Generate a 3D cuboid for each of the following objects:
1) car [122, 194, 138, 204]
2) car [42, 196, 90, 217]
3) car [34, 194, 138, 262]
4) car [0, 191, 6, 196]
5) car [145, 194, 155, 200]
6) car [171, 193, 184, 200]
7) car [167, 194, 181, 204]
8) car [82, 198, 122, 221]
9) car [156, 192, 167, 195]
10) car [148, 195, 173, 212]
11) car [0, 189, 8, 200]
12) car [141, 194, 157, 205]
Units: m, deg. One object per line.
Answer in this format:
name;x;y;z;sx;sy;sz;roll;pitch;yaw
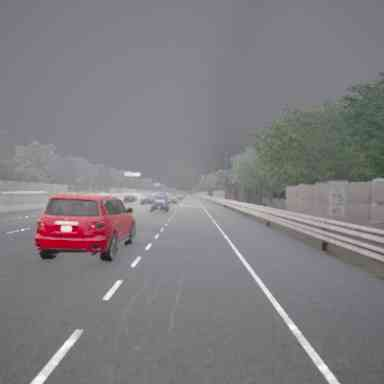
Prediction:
car;-10.526;1.213;56.870;1.837;1.490;4.892;2;0;0
car;-10.464;1.148;27.989;2.128;1.511;4.902;2;0;0
car;-3.469;1.110;11.867;2.150;2.045;5.566;2;0;0
car;-21.018;0.761;34.635;1.882;1.535;5.008;2;0;0
car;-10.650;1.339;84.936;1.994;1.385;4.181;2;0;0
car;-3.648;1.515;84.070;1.882;1.535;5.008;2;0;0
car;-3.548;1.571;61.110;1.895;1.301;4.718;2;0;0
car;-6.967;1.287;26.276;1.837;1.490;4.892;2;0;0
car;-7.132;1.424;80.669;1.812;1.442;4.674;2;0;0
car;-3.480;1.448;37.303;1.812;1.442;4.674;2;0;0
car;-27.973;0.383;46.106;2.128;1.511;4.902;2;0;0
car;-7.017;1.426;53.475;1.895;1.301;4.718;2;0;0
